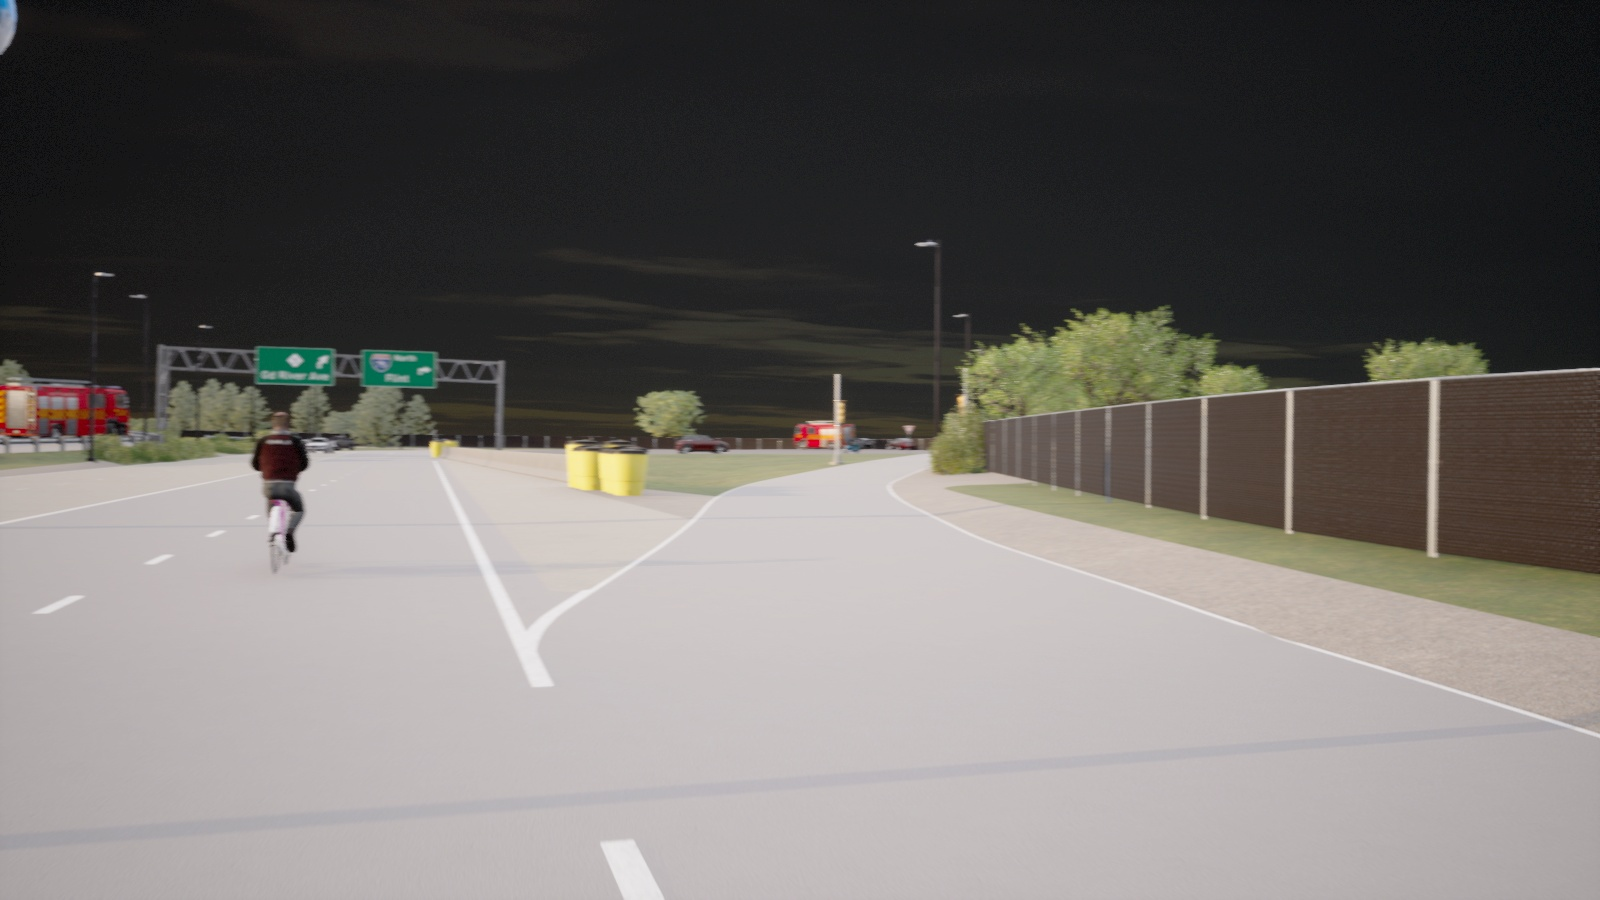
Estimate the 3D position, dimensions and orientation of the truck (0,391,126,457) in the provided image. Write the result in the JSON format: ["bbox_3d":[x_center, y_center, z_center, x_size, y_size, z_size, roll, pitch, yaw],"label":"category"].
[{"bbox_3d":[-46.254,-1.646,78.474,2.891,3.827,8.468,1,1,7],"label":"truck"}]

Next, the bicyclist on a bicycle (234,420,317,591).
[{"bbox_3d":[-5.806,0.569,13.979,0.659,1.776,1.843,0,0,-17],"label":"bicyclist on a bicycle"}]

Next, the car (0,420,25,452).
[{"bbox_3d":[-53.203,-0.935,82.590,5.566,2.045,2.150,2,1,41],"label":"car"}]
